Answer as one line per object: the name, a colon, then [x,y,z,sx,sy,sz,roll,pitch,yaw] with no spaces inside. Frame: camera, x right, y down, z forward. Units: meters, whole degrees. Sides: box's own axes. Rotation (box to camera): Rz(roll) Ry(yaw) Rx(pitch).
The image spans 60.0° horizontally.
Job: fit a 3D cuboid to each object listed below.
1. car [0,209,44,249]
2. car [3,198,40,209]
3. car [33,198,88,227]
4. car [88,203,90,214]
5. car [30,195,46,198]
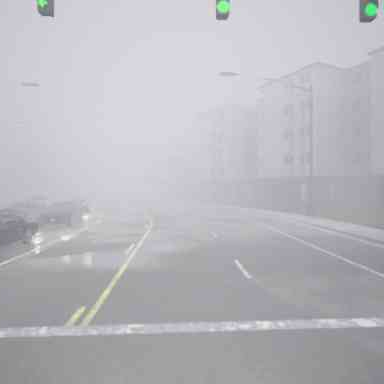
car: [-7.573,1.522,12.308,1.895,1.301,4.718,0,1,-1]
car: [-12.096,1.374,23.753,2.033,1.411,5.357,0,0,-11]
car: [-8.319,1.319,21.457,1.882,1.535,5.008,0,1,-8]
car: [-10.744,1.304,31.462,2.033,1.411,5.357,0,1,-21]
car: [-15.537,1.097,33.629,2.097,1.767,4.553,0,1,-27]
